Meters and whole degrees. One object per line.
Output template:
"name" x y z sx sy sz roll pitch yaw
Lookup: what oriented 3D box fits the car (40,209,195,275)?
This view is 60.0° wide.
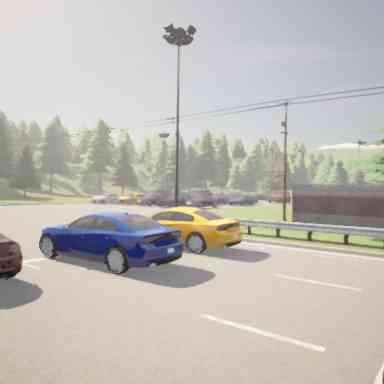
"car" -2.592 1.330 10.077 5.008 1.535 1.882 1 1 34

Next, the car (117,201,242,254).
"car" -0.519 1.334 12.911 5.008 1.535 1.882 1 1 35

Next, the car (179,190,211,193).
"car" 0.989 0.713 49.335 2.150 2.045 5.566 1 1 36

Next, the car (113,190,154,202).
"car" -7.512 0.891 43.664 1.882 1.535 5.008 1 1 36

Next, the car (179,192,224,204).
"car" 1.119 1.110 37.681 2.128 1.511 4.902 1 1 36

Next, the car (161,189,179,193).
"car" -2.102 0.775 51.034 2.097 1.767 4.553 1 1 36

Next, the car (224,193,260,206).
"car" 6.881 1.176 45.544 2.033 1.411 5.357 1 1 36

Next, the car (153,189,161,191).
"car" -5.493 0.575 52.322 2.150 2.045 5.566 1 1 36

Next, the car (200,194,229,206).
"car" 3.262 1.085 46.520 1.812 1.442 4.674 1 1 36

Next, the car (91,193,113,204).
"car" -11.238 0.869 44.496 1.812 1.442 4.674 1 1 36

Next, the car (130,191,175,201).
"car" -4.849 0.973 41.379 2.128 1.511 4.902 1 1 36

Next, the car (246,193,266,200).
"car" 13.628 0.997 70.811 4.181 1.385 1.994 0 1 -45

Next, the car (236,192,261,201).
"car" 9.085 1.134 54.398 1.994 1.385 4.181 1 1 37

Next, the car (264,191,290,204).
"car" 14.729 0.863 56.066 2.150 2.045 5.566 1 1 38

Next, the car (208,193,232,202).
"car" 5.161 0.928 60.875 2.128 1.511 4.902 1 1 37

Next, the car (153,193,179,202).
"car" -2.049 1.150 39.283 1.895 1.301 4.718 1 1 36

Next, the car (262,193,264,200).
"car" 15.636 1.188 62.807 1.895 1.301 4.718 1 1 40

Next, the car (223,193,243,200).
"car" 8.782 0.912 70.972 1.812 1.442 4.674 1 1 41

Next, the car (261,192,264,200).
"car" 15.716 0.749 67.982 5.566 2.045 2.150 0 1 -45

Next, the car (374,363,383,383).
"car" 3.561 1.537 1.429 4.902 1.511 2.128 1 1 36

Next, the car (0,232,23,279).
"car" -5.973 1.344 8.061 4.674 1.442 1.812 1 1 33
